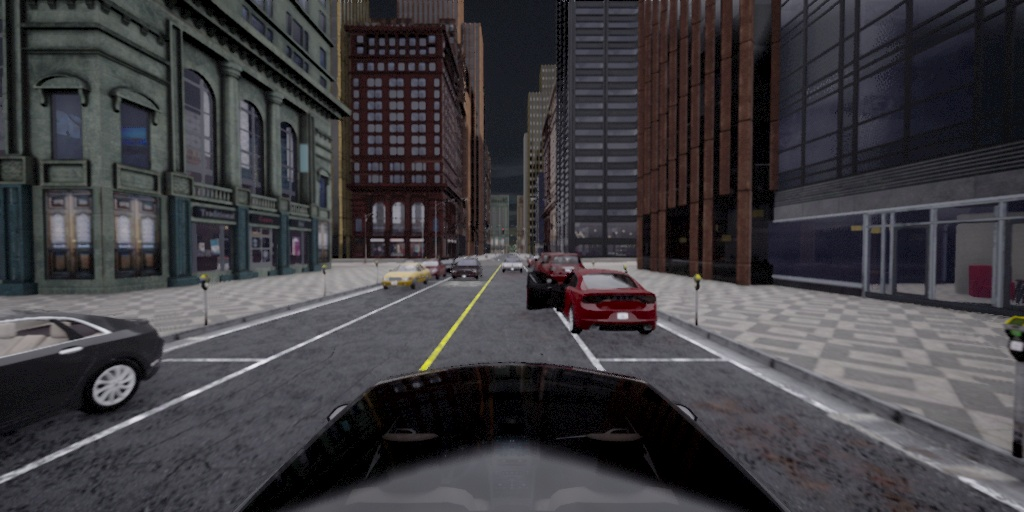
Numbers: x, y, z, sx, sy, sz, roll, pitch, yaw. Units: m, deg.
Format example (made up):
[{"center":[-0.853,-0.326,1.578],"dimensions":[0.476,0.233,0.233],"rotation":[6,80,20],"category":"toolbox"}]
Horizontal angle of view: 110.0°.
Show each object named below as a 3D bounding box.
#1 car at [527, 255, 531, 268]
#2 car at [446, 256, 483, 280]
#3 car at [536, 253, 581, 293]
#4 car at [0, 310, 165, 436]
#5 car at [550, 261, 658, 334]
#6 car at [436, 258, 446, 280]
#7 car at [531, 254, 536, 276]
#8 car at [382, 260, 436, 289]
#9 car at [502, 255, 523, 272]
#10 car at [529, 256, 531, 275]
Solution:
[{"center":[2.761,0.518,42.691],"dimensions":[1.967,1.591,4.097],"rotation":[0,0,0],"category":"car"},{"center":[-3.100,0.895,25.901],"dimensions":[2.033,1.411,5.357],"rotation":[0,1,0],"category":"car"},{"center":[2.762,0.757,20.149],"dimensions":[2.192,1.841,5.009],"rotation":[0,0,0],"category":"car"},{"center":[-5.763,1.274,3.239],"dimensions":[2.007,1.370,4.403],"rotation":[0,0,0],"category":"car"},{"center":[2.361,1.086,10.120],"dimensions":[1.882,1.535,5.008],"rotation":[0,1,0],"category":"car"},{"center":[-5.763,0.932,25.782],"dimensions":[1.802,1.307,4.207],"rotation":[0,0,0],"category":"car"},{"center":[2.762,0.665,25.785],"dimensions":[2.192,1.841,5.009],"rotation":[0,0,0],"category":"car"},{"center":[-5.763,0.968,19.976],"dimensions":[1.751,1.417,4.829],"rotation":[0,0,0],"category":"car"},{"center":[0.049,0.823,33.665],"dimensions":[1.895,1.301,4.718],"rotation":[0,1,1],"category":"car"},{"center":[2.762,0.825,31.420],"dimensions":[1.948,1.339,4.313],"rotation":[0,0,0],"category":"car"}]
